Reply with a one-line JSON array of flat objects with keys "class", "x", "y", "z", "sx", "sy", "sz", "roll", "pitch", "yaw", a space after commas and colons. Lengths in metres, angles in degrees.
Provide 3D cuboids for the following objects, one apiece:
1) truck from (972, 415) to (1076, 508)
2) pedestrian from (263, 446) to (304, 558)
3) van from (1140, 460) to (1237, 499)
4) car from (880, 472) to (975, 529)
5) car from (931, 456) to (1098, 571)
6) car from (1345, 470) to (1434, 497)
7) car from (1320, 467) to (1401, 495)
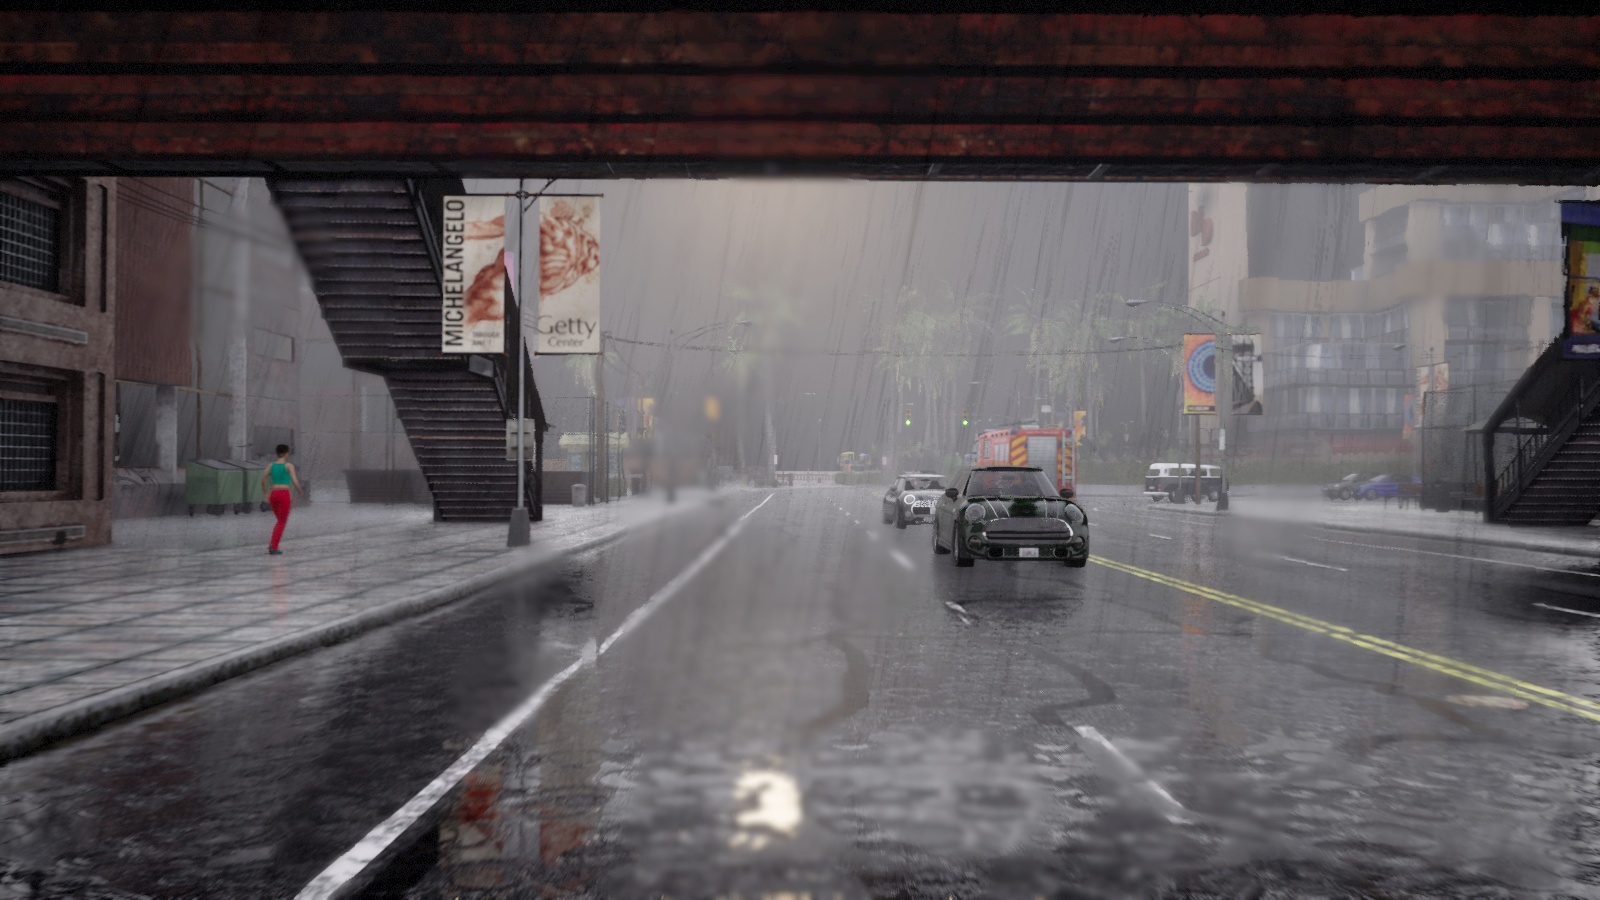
[{"class": "truck", "x": 9.874, "y": 0.553, "z": 56.333, "sx": 2.891, "sy": 3.827, "sz": 8.468, "roll": 0, "pitch": -1, "yaw": -2}, {"class": "pedestrian", "x": -8.546, "y": 0.853, "z": 20.778, "sx": 0.345, "sy": 1.836, "sz": 0.594, "roll": 0, "pitch": -1, "yaw": 12}, {"class": "van", "x": 20.675, "y": 1.575, "z": 66.866, "sx": 4.480, "sy": 2.038, "sz": 2.069, "roll": 0, "pitch": -2, "yaw": -18}, {"class": "car", "x": 3.451, "y": 1.347, "z": 34.682, "sx": 1.970, "sy": 1.475, "sz": 3.806, "roll": 0, "pitch": -1, "yaw": -4}, {"class": "car", "x": 3.573, "y": 1.023, "z": 21.761, "sx": 2.097, "sy": 1.767, "sz": 4.553, "roll": 0, "pitch": -1, "yaw": 0}, {"class": "car", "x": 33.264, "y": 1.883, "z": 70.951, "sx": 4.193, "sy": 1.474, "sz": 1.816, "roll": 0, "pitch": -1, "yaw": -1}, {"class": "car", "x": 33.207, "y": 1.826, "z": 74.439, "sx": 3.988, "sy": 1.617, "sz": 1.851, "roll": 0, "pitch": -1, "yaw": -1}]
